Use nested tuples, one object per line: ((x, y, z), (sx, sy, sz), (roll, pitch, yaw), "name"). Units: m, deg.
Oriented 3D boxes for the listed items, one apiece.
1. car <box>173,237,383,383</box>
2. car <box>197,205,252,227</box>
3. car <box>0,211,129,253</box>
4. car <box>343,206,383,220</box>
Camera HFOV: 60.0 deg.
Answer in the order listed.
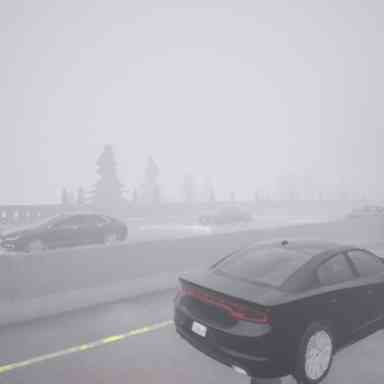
((2.053, 1.496, 5.505), (5.008, 1.535, 1.882), (0, 0, -37), "car")
((2.371, 1.660, 23.808), (4.181, 1.385, 1.994), (0, 0, -39), "car")
((-4.986, 1.571, 13.516), (4.892, 1.490, 1.837), (0, 0, -37), "car")
((12.028, 1.635, 22.573), (4.181, 1.385, 1.994), (0, 0, -39), "car")
